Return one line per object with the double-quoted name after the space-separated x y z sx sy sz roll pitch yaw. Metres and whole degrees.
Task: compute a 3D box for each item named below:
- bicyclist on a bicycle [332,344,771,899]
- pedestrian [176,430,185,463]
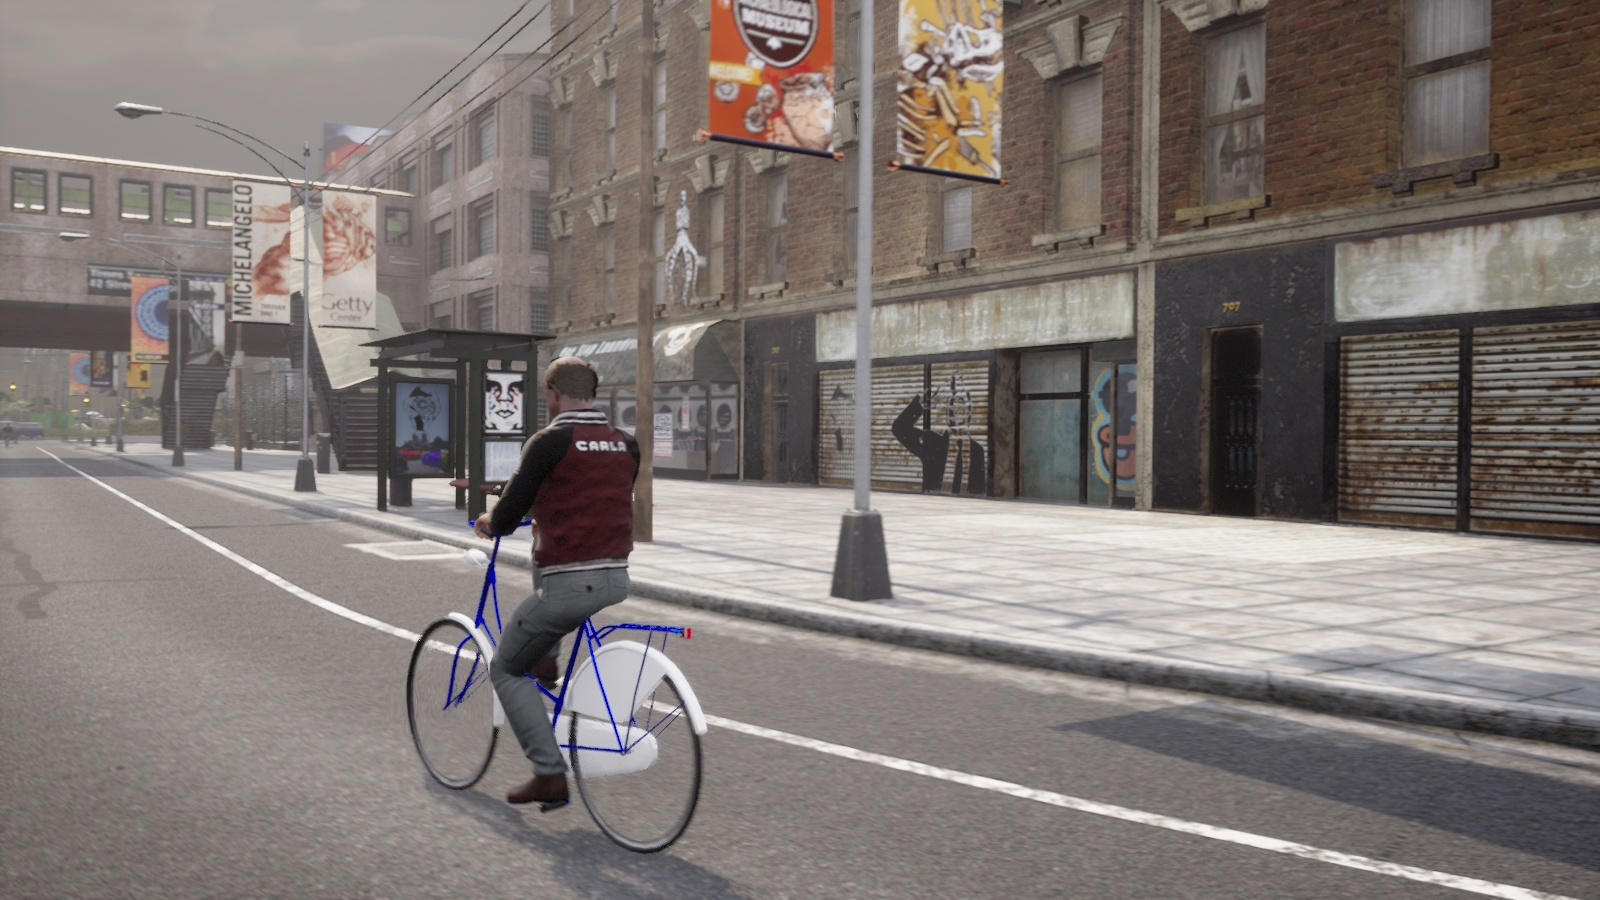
-1.010 0.551 4.780 1.843 1.776 0.659 0 1 42 "bicyclist on a bicycle"
-33.912 -0.192 68.752 0.370 1.835 0.726 -1 1 -31 "pedestrian"
